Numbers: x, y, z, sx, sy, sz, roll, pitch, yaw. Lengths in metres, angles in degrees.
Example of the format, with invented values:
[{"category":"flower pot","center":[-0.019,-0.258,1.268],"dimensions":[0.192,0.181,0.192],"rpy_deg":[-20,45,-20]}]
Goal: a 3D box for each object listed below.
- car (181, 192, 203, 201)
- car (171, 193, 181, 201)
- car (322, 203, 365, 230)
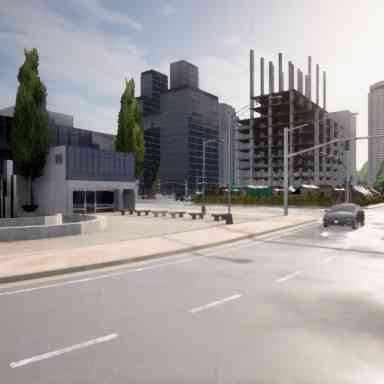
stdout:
[{"category":"car","center":[-0.055,1.395,74.938],"dimensions":[1.970,1.475,3.806],"rpy_deg":[0,0,37]},{"category":"car","center":[-2.353,1.156,76.699],"dimensions":[1.905,1.878,3.866],"rpy_deg":[0,0,37]},{"category":"car","center":[9.854,1.511,21.414],"dimensions":[1.837,1.490,4.892],"rpy_deg":[0,0,36]}]
